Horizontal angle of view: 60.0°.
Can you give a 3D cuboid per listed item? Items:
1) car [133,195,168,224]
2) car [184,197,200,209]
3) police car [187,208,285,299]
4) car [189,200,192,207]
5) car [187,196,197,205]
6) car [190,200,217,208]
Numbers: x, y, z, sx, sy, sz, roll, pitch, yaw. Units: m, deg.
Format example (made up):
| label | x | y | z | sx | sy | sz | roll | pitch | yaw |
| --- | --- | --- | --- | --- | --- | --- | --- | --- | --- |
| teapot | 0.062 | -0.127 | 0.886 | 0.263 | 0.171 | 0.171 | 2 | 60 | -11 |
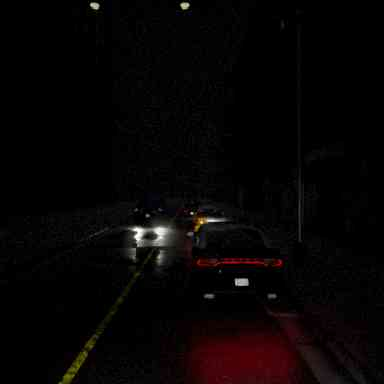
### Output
| label | x | y | z | sx | sy | sz | roll | pitch | yaw |
| --- | --- | --- | --- | --- | --- | --- | --- | --- | --- |
| car | -2.995 | 1.243 | 25.219 | 2.150 | 2.045 | 5.566 | 0 | 0 | 0 |
| car | 0.026 | 1.414 | 46.589 | 2.097 | 1.767 | 4.553 | 0 | 0 | 0 |
| police car | 0.902 | 1.430 | 8.608 | 1.930 | 1.638 | 5.238 | 0 | 0 | 0 |
| car | 0.906 | 1.547 | 24.500 | 1.812 | 1.442 | 4.674 | 0 | 0 | 0 |
| car | 0.014 | 1.574 | 60.332 | 1.882 | 1.535 | 5.008 | 0 | 0 | 0 |
| car | 0.904 | 1.469 | 18.690 | 1.801 | 1.575 | 5.366 | 0 | 0 | 0 |
